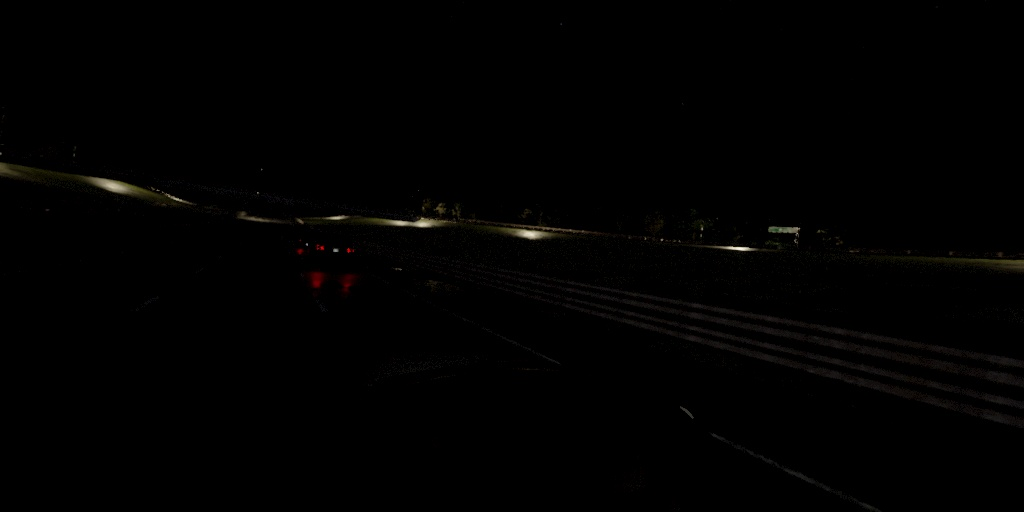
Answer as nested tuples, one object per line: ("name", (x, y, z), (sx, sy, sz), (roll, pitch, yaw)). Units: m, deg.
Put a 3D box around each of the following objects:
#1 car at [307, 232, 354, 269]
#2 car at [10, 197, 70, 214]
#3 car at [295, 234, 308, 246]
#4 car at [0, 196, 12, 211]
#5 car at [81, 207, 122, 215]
("car", (-11.292, -0.427, 22.395), (2.150, 2.045, 5.566), (6, 1, -32))
("car", (-44.577, -4.491, 34.355), (2.128, 1.511, 4.902), (6, 2, -33))
("car", (-22.383, -1.690, 38.964), (1.895, 1.301, 4.718), (6, 2, -34))
("car", (-48.544, -4.974, 34.049), (1.837, 1.490, 4.892), (6, 2, -33))
("car", (-42.036, -4.239, 36.847), (1.882, 1.535, 5.008), (6, 2, -33))
